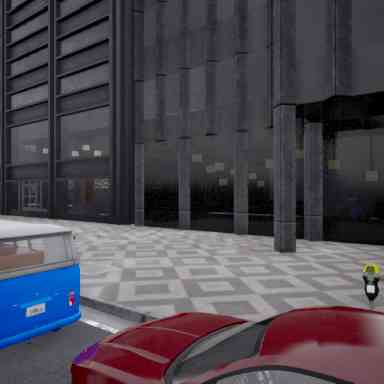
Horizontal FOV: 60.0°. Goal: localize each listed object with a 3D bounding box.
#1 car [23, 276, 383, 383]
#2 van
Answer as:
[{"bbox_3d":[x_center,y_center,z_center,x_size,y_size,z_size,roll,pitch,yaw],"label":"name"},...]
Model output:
[{"bbox_3d":[0.971,1.545,2.272,4.507,1.381,1.887,0,0,36],"label":"car"},{"bbox_3d":[-3.593,1.342,5.531,3.998,1.788,1.690,0,0,36],"label":"van"}]
